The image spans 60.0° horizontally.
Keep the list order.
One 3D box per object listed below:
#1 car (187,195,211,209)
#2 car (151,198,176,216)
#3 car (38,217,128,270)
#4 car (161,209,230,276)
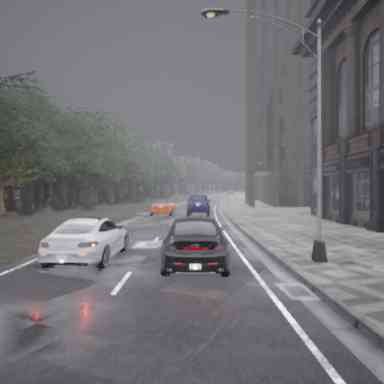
[{"bbox_3d":[0.688,1.275,32.406,2.150,2.045,5.566,0,0,3],"label":"car"},{"bbox_3d":[-2.771,1.407,33.211,2.097,1.767,4.553,0,0,3],"label":"car"},{"bbox_3d":[-3.391,1.547,11.018,1.812,1.442,4.674,0,0,0],"label":"car"},{"bbox_3d":[0.104,1.528,10.421,1.837,1.490,4.892,0,0,1],"label":"car"}]
